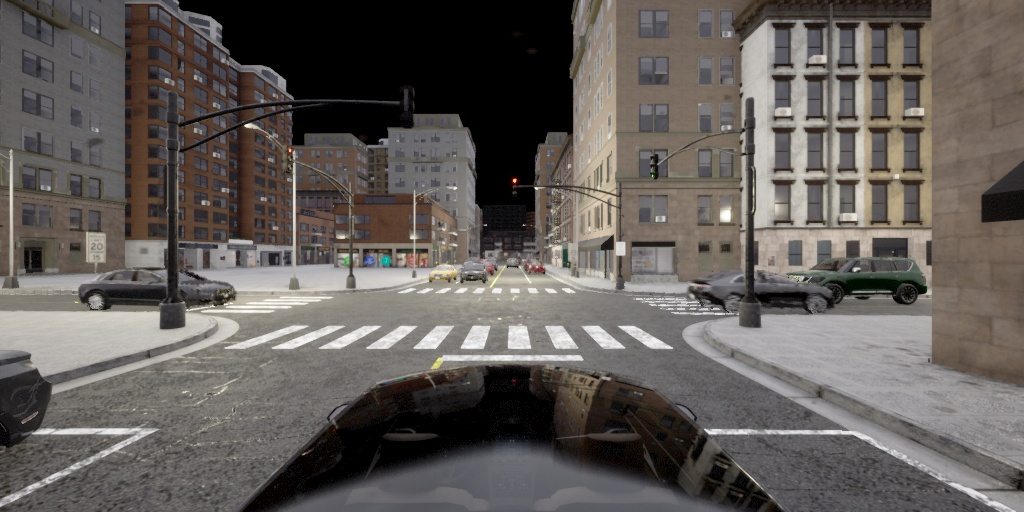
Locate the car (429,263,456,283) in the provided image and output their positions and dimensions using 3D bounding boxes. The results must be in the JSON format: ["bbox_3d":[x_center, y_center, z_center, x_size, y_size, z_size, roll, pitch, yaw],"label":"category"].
[{"bbox_3d":[-5.379,1.276,28.317,1.751,1.417,4.829,0,0,0],"label":"car"}]

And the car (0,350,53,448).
[{"bbox_3d":[-5.388,1.300,1.642,2.007,1.370,4.403,0,0,0],"label":"car"}]

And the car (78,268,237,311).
[{"bbox_3d":[-12.931,1.196,13.243,4.892,1.490,1.837,0,0,2],"label":"car"}]

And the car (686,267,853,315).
[{"bbox_3d":[9.096,1.293,13.310,4.902,1.511,2.128,0,0,0],"label":"car"}]

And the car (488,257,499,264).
[{"bbox_3d":[-2.820,1.257,47.952,1.837,1.490,4.892,0,0,0],"label":"car"}]

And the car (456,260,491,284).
[{"bbox_3d":[-2.819,1.255,27.219,1.837,1.490,4.892,0,0,-1],"label":"car"}]

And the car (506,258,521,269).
[{"bbox_3d":[0.114,1.317,58.538,1.994,1.385,4.181,0,0,1],"label":"car"}]

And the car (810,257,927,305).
[{"bbox_3d":[15.349,1.056,16.293,5.566,2.045,2.150,0,0,-2],"label":"car"}]

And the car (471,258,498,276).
[{"bbox_3d":[-2.839,1.229,37.536,1.882,1.535,5.008,0,0,0],"label":"car"}]

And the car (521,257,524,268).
[{"bbox_3d":[2.653,1.066,45.470,2.192,1.841,5.009,0,0,0],"label":"car"}]

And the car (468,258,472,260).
[{"bbox_3d":[-5.372,1.302,45.473,2.007,1.370,4.403,0,0,0],"label":"car"}]

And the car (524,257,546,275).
[{"bbox_3d":[2.651,1.191,39.808,1.967,1.591,4.097,0,0,0],"label":"car"}]
